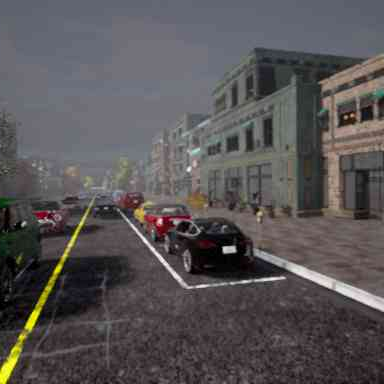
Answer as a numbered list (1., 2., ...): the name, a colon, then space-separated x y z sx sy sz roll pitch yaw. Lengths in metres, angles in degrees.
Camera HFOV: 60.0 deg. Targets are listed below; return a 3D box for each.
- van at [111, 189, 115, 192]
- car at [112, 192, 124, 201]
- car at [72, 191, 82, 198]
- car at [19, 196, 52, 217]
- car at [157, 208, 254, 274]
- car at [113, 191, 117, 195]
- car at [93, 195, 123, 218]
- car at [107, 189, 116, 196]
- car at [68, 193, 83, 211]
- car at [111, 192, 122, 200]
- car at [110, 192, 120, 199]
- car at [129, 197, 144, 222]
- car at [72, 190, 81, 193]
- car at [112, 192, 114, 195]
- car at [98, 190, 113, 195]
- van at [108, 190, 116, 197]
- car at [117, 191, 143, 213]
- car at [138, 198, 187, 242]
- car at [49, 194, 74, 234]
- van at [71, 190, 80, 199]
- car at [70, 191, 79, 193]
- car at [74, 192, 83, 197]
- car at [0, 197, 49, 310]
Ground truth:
1. van: -11.529 0.678 52.868 1.690 1.788 3.998 -2 1 -15
2. car: -13.008 0.817 58.217 1.887 1.381 4.507 -2 1 -15
3. car: -28.509 0.577 82.700 1.967 1.590 4.097 -2 1 -15
4. car: -13.658 1.221 29.245 1.967 1.590 4.097 -2 1 -15
5. car: 0.358 1.416 10.108 1.947 1.339 4.313 -2 1 -15
6. car: -8.556 0.906 42.178 1.967 1.590 4.097 -2 1 -15
7. car: -7.085 1.242 27.232 2.033 1.411 5.357 -1 1 -16
8. car: -21.925 0.201 90.286 2.192 1.841 5.009 -2 1 -15
9. car: -12.373 1.193 34.469 1.812 1.442 4.674 -1 1 -15
10. car: -14.493 0.790 63.563 1.802 1.307 4.206 -2 1 -15
11. car: -15.978 0.726 68.909 1.802 1.307 4.206 -2 1 -15
12. car: -2.659 1.245 20.962 1.752 1.417 4.829 -2 1 -15
13. car: -25.543 0.581 72.007 2.192 1.841 5.009 -2 1 -15
14. car: -10.037 0.983 47.527 1.802 1.307 4.206 -2 1 -15
15. car: -13.477 0.908 50.223 2.128 1.511 4.902 -1 1 -15
16. van: -20.440 0.292 84.941 1.690 1.788 3.998 -2 1 -15
17. car: -5.590 0.909 31.485 2.192 1.841 5.009 -2 1 -15
18. car: -1.130 1.226 15.451 1.967 1.590 4.097 -2 1 -15
19. car: -7.743 1.222 17.641 2.097 1.767 4.553 -1 1 -15
20. van: -27.027 0.543 77.353 1.690 1.788 3.998 -2 1 -15
21. car: -22.566 0.946 61.320 2.008 1.369 4.403 -2 1 -15
22. car: -29.992 0.617 88.048 1.887 1.381 4.507 -2 1 -15
23. car: -5.011 1.211 7.786 2.150 2.045 5.566 -1 1 -16
